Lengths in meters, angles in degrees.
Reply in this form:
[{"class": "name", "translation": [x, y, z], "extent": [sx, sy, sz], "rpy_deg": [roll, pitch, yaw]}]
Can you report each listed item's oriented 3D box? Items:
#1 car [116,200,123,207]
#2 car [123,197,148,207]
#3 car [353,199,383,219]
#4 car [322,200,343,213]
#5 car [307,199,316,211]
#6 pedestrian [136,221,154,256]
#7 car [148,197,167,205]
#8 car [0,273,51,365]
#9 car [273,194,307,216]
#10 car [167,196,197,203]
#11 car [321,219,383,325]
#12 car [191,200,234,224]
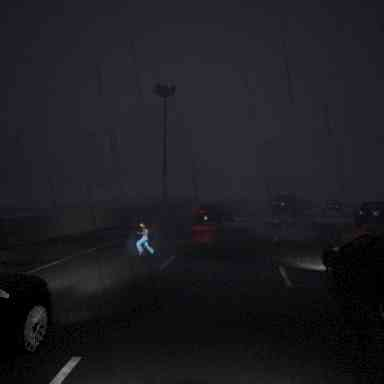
[{"class": "car", "translation": [-9.366, 1.528, 49.842], "extent": [1.812, 1.442, 4.674], "rpy_deg": [0, 0, 29]}, {"class": "car", "translation": [-6.973, 1.478, 46.955], "extent": [1.882, 1.535, 5.008], "rpy_deg": [0, 0, 29]}, {"class": "car", "translation": [12.068, 1.352, 22.303], "extent": [2.097, 1.767, 4.553], "rpy_deg": [0, 0, 23]}, {"class": "car", "translation": [15.633, 1.547, 36.966], "extent": [2.033, 1.411, 5.357], "rpy_deg": [0, 0, 29]}, {"class": "car", "translation": [14.168, 1.564, 41.559], "extent": [1.994, 1.385, 4.181], "rpy_deg": [0, 0, 28]}, {"class": "pedestrian", "translation": [-1.642, 1.574, 11.675], "extent": [0.375, 1.300, 0.375], "rpy_deg": [0, 0, 11]}, {"class": "car", "translation": [-3.570, 1.508, 45.867], "extent": [1.837, 1.490, 4.892], "rpy_deg": [0, 0, 29]}, {"class": "car", "translation": [-3.137, 1.490, 3.194], "extent": [2.128, 1.511, 4.902], "rpy_deg": [0, 0, 3]}, {"class": "car", "translation": [9.702, 1.222, 33.310], "extent": [2.150, 2.045, 5.566], "rpy_deg": [0, 0, 28]}, {"class": "car", "translation": [-0.820, 1.351, 43.621], "extent": [2.097, 1.767, 4.553], "rpy_deg": [0, 0, 29]}, {"class": "car", "translation": [4.203, 1.548, 6.672], "extent": [2.033, 1.411, 5.357], "rpy_deg": [0, 0, 6]}, {"class": "car", "translation": [1.817, 1.505, 24.967], "extent": [1.837, 1.490, 4.892], "rpy_deg": [0, 0, 21]}]
